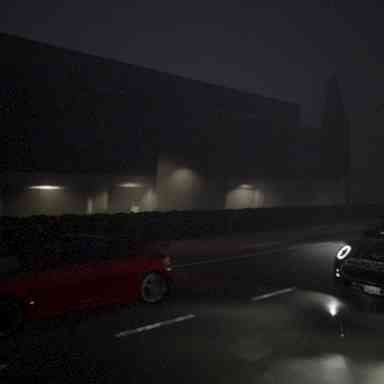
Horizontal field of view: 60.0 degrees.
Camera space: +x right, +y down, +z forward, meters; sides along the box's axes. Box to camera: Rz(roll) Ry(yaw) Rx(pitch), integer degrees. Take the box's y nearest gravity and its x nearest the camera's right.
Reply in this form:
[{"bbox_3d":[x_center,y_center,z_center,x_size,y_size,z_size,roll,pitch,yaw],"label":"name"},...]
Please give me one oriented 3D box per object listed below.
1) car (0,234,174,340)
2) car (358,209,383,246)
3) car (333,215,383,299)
[{"bbox_3d":[-2.442,1.562,6.555,4.181,1.385,1.994,0,0,-36],"label":"car"},{"bbox_3d":[9.624,1.535,15.104,4.181,1.385,1.994,0,0,-35],"label":"car"},{"bbox_3d":[5.359,1.338,7.846,4.553,1.767,2.097,0,0,-36],"label":"car"}]
